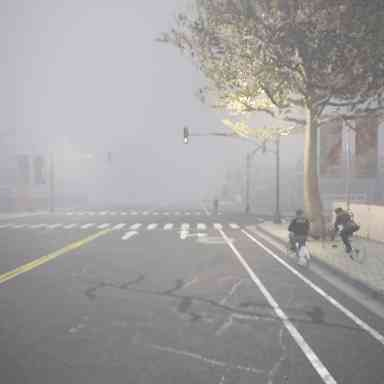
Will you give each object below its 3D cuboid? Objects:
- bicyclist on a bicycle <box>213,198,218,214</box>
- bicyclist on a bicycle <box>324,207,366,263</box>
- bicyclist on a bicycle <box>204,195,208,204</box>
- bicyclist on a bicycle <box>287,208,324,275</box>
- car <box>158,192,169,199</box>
[{"bbox_3d":[2.265,1.367,31.687,0.582,1.620,1.656,0,0,0],"label":"bicyclist on a bicycle"},{"bbox_3d":[4.638,1.282,10.175,0.582,1.620,1.656,-6,2,-17],"label":"bicyclist on a bicycle"},{"bbox_3d":[2.290,1.258,56.597,0.866,1.612,1.509,0,0,0],"label":"bicyclist on a bicycle"},{"bbox_3d":[2.996,1.347,9.503,0.659,1.776,1.843,0,0,-1],"label":"bicyclist on a bicycle"},{"bbox_3d":[-6.473,0.717,75.420,2.097,1.767,4.553,0,0,0],"label":"car"}]
